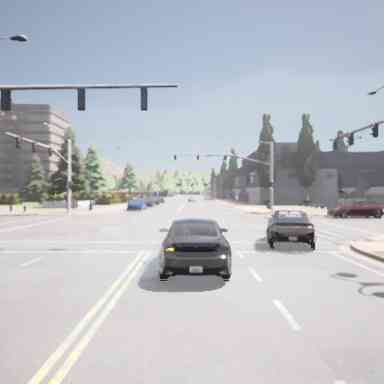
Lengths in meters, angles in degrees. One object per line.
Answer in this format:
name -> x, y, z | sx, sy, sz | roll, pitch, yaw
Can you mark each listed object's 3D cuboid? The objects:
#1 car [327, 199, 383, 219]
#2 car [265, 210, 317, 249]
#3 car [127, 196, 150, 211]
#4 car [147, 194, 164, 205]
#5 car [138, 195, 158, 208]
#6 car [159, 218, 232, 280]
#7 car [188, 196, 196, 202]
car -> 14.646, 1.457, 30.001 | 4.553, 1.767, 2.097 | 0, 0, -1
car -> 4.353, 1.544, 14.831 | 2.128, 1.511, 4.902 | 0, 0, 13
car -> -7.134, 1.627, 43.157 | 1.882, 1.535, 5.008 | 0, 0, 1
car -> -7.019, 1.708, 62.453 | 2.128, 1.511, 4.902 | 0, 0, 0
car -> -7.085, 1.660, 52.751 | 1.882, 1.535, 5.008 | 0, 0, 0
car -> 0.055, 1.540, 10.058 | 1.837, 1.490, 4.892 | 0, 0, -1
car -> -0.005, 1.814, 83.632 | 1.812, 1.442, 4.674 | 0, 0, 0
